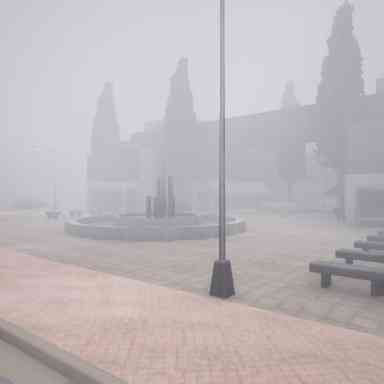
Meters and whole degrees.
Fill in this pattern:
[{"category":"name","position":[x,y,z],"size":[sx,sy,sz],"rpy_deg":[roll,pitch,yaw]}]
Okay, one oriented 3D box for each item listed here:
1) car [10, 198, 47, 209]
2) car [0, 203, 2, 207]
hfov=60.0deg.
[{"category":"car","position":[-21.817,1.547,44.582],"size":[2.033,1.411,5.357],"rpy_deg":[0,0,12]},{"category":"car","position":[-25.791,1.601,40.996],"size":[1.895,1.301,4.718],"rpy_deg":[0,0,5]}]
